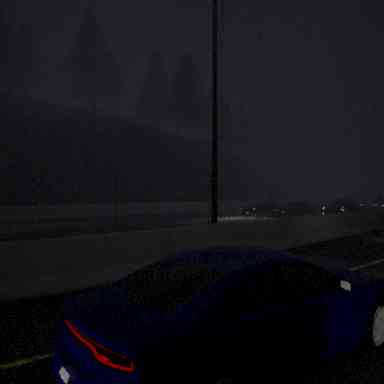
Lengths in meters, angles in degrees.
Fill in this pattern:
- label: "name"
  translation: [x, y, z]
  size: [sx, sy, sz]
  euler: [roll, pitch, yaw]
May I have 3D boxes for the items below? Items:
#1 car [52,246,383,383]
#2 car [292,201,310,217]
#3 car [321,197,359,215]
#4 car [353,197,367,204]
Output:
- label: "car"
  translation: [0.829, 1.485, 4.496]
  size: [5.008, 1.535, 1.882]
  euler: [0, 0, -37]
- label: "car"
  translation: [9.641, 1.551, 30.728]
  size: [4.892, 1.490, 1.837]
  euler: [0, 0, -45]
- label: "car"
  translation: [13.260, 1.394, 29.403]
  size: [2.097, 1.767, 4.553]
  euler: [0, 0, 45]
- label: "car"
  translation: [32.885, 1.641, 65.028]
  size: [1.994, 1.385, 4.181]
  euler: [0, 0, 34]
